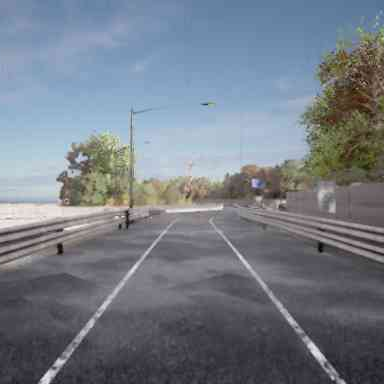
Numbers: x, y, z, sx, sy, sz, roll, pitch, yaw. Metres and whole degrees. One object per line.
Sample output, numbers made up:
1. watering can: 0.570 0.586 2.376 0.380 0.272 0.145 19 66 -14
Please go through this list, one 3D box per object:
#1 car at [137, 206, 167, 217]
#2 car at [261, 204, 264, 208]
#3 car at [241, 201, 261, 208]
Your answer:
1. car: -5.614 2.474 42.249 2.033 1.411 5.357 -2 -2 40
2. car: 18.522 3.920 90.183 1.812 1.442 4.674 0 -2 13
3. car: 13.042 3.093 72.910 2.150 2.045 5.566 -1 -2 21
